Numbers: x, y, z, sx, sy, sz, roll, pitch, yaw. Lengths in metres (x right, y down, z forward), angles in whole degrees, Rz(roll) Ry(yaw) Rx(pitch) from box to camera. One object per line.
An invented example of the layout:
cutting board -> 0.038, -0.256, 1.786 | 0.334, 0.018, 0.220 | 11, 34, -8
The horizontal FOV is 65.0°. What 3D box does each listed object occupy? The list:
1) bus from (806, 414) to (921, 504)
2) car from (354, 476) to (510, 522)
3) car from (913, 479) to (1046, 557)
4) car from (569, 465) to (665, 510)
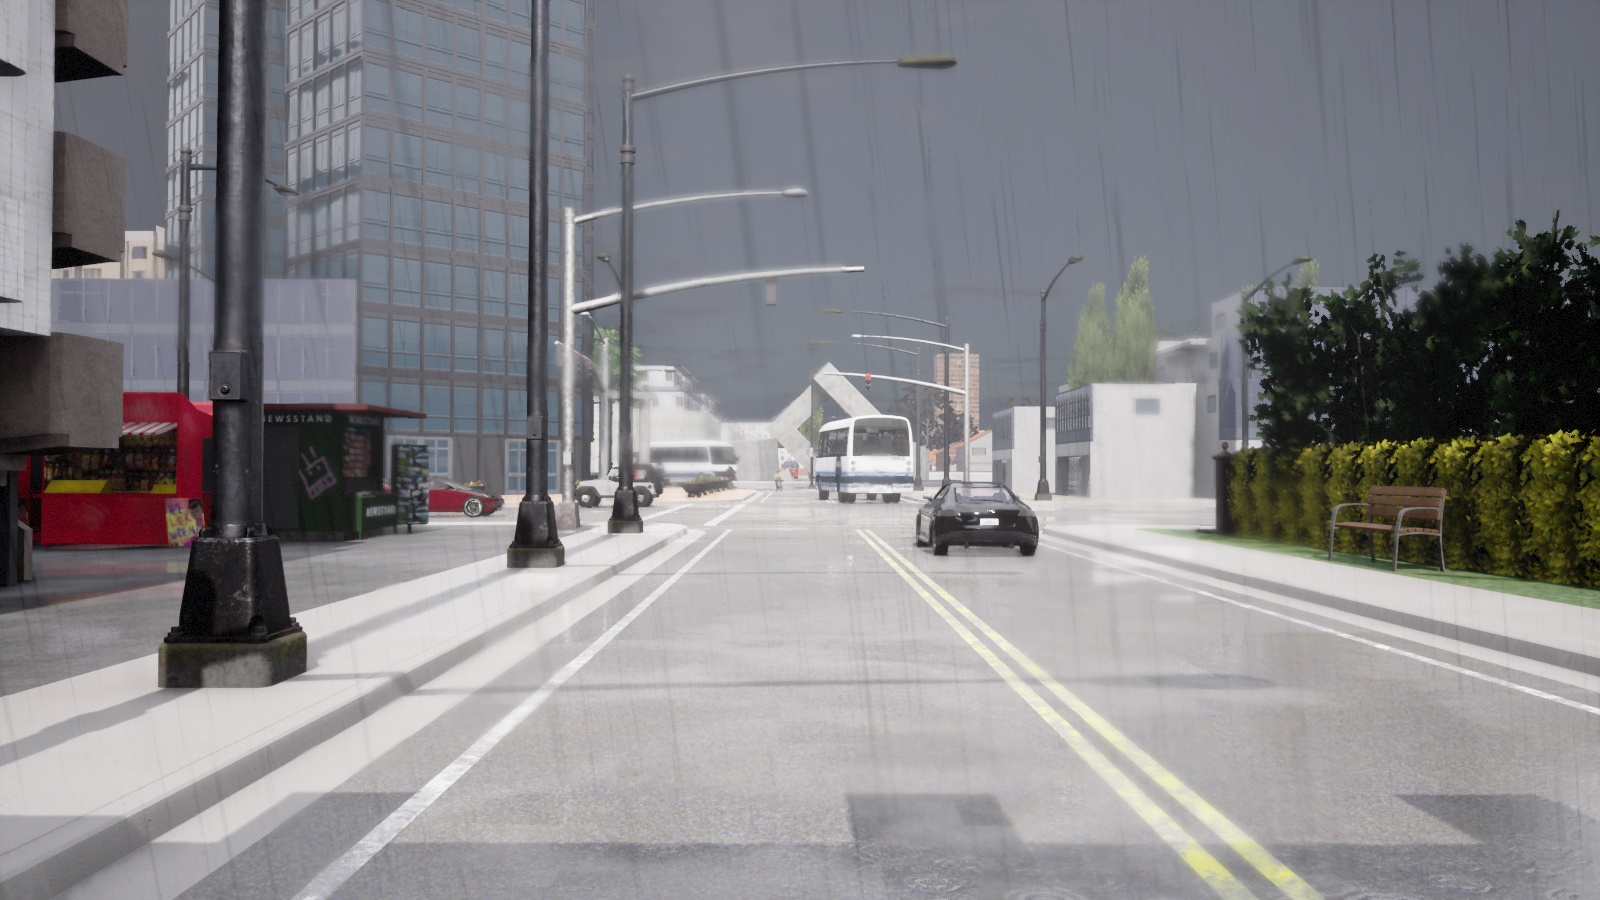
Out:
bus -> 3.052, 0.513, 64.891 | 3.944, 4.253, 10.273 | 0, -1, -9
car -> -12.781, 1.706, 43.870 | 4.792, 1.488, 2.163 | -1, -1, -1
car -> 3.437, 1.280, 24.800 | 1.994, 1.385, 4.181 | 0, -1, 0
car -> -7.909, 1.610, 54.424 | 3.866, 1.878, 1.905 | -1, -1, -1
